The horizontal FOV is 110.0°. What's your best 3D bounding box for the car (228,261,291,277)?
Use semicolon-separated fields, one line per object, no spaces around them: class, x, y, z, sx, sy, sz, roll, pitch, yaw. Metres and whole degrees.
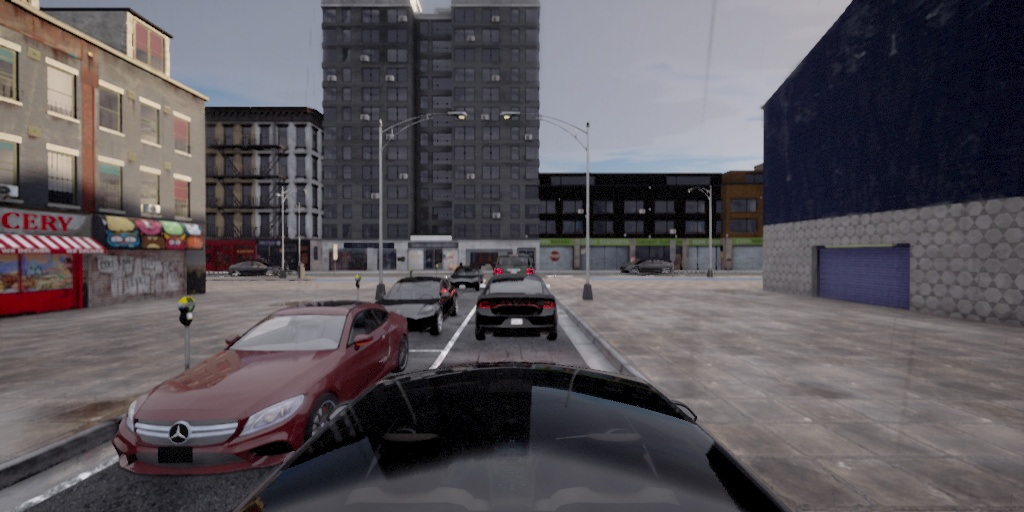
car;-22.381;1.209;31.870;4.892;1.490;1.837;0;0;0

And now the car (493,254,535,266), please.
car;0.106;0.910;19.850;2.150;2.045;5.566;0;0;0

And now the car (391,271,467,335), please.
car;-2.640;1.286;10.363;1.948;1.339;4.313;0;0;0

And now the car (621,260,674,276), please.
car;13.109;1.106;34.812;4.892;1.490;1.837;0;0;0

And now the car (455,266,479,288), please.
car;-2.642;1.249;21.268;1.948;1.339;4.313;0;0;0

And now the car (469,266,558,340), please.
car;0.095;1.200;9.886;1.882;1.535;5.008;0;0;0

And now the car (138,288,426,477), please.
car;-2.640;1.321;4.911;1.802;1.307;4.207;0;0;0
